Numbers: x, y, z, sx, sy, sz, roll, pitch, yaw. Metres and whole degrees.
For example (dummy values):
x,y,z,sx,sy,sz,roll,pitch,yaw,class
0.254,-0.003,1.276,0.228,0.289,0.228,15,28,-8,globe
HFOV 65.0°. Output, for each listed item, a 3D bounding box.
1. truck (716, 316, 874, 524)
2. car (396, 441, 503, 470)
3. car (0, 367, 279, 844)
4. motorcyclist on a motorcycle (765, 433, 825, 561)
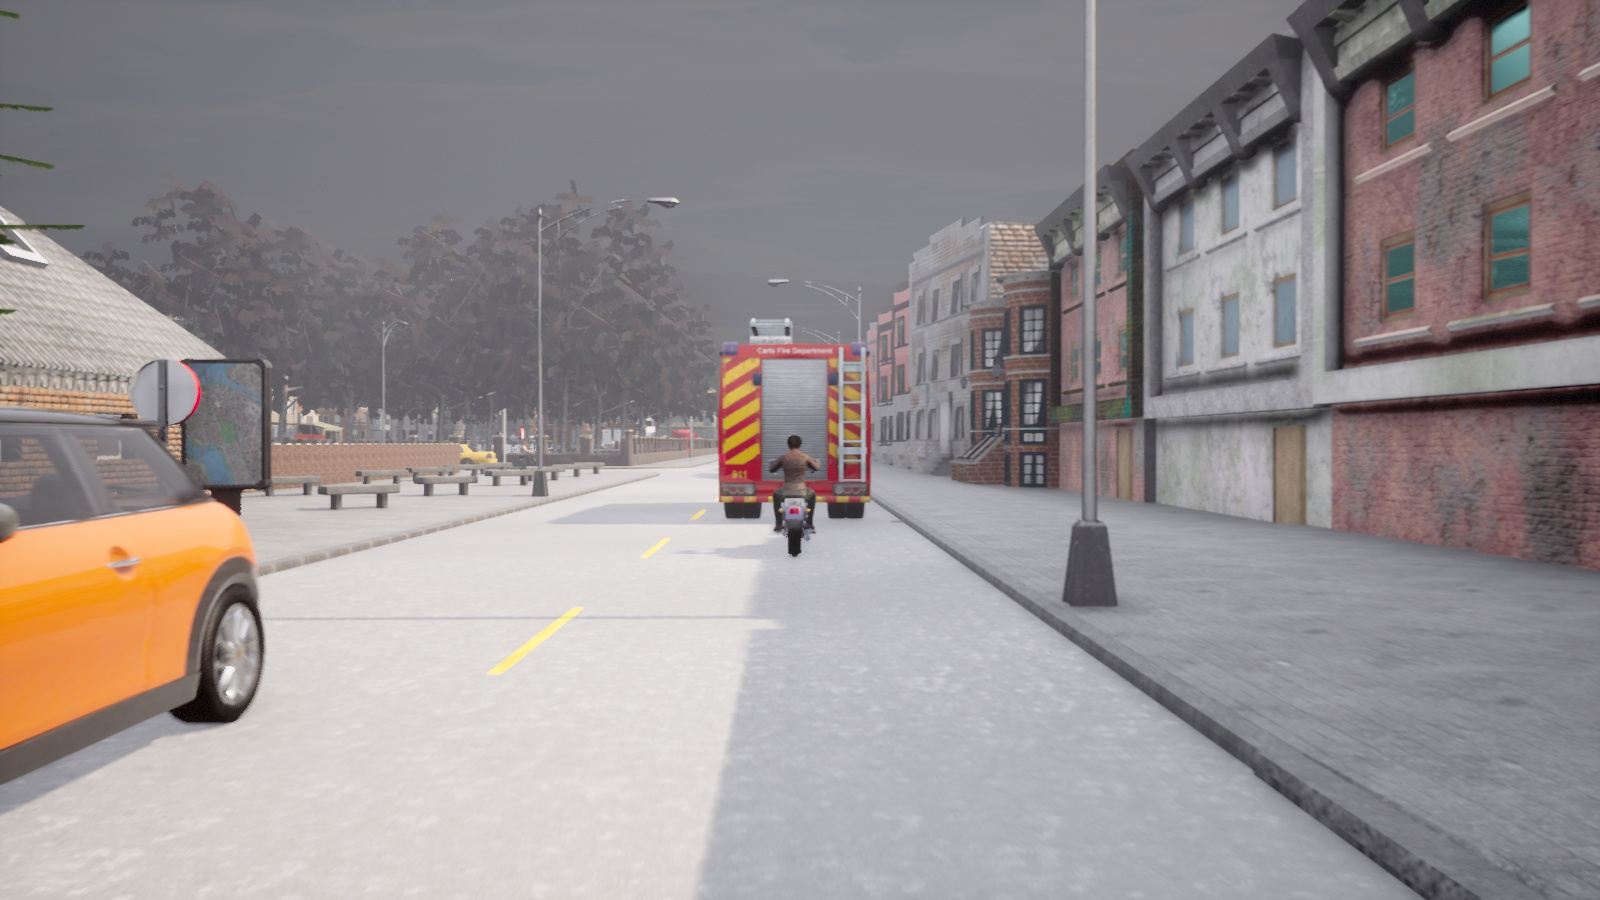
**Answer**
x,y,z,sx,sy,sz,roll,pitch,yaw,class
-0.110,-0.572,27.368,2.891,3.827,8.468,0,0,0,truck
-19.216,0.283,69.039,5.366,1.575,1.801,0,0,-2,car
-4.012,0.575,4.884,2.097,1.767,4.553,0,0,0,car
-0.066,0.599,17.337,0.766,1.649,2.350,0,0,0,motorcyclist on a motorcycle
